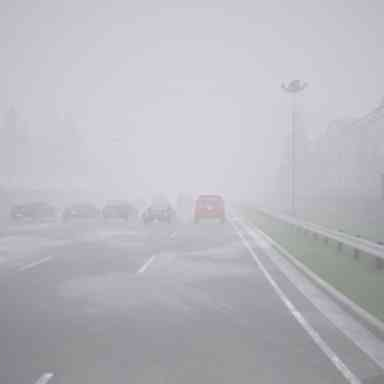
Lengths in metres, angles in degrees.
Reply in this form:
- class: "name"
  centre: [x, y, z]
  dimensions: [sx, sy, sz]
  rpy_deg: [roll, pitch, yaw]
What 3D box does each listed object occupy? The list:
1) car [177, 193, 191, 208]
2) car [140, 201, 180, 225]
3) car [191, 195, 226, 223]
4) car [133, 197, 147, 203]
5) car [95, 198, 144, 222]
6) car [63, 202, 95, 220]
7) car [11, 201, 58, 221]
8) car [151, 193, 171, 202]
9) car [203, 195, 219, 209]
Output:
- class: "car"
  centre: [-0.940, 1.198, 47.103]
  dimensions: [2.150, 2.045, 5.566]
  rpy_deg: [0, 0, 3]
- class: "car"
  centre: [-2.218, 1.585, 24.130]
  dimensions: [1.895, 1.301, 4.718]
  rpy_deg: [0, 0, 3]
- class: "car"
  centre: [1.356, 1.210, 25.251]
  dimensions: [2.150, 2.045, 5.566]
  rpy_deg: [0, 0, 3]
- class: "car"
  centre: [-7.835, 1.455, 48.884]
  dimensions: [2.128, 1.511, 4.902]
  rpy_deg: [0, 0, 4]
- class: "car"
  centre: [-5.588, 1.467, 26.395]
  dimensions: [2.128, 1.511, 4.902]
  rpy_deg: [0, 0, 3]
- class: "car"
  centre: [-9.020, 1.534, 27.627]
  dimensions: [1.994, 1.385, 4.181]
  rpy_deg: [0, 0, 3]
- class: "car"
  centre: [-12.573, 1.467, 26.857]
  dimensions: [1.837, 1.490, 4.892]
  rpy_deg: [0, -1, 3]
- class: "car"
  centre: [-4.413, 1.192, 47.624]
  dimensions: [2.150, 2.045, 5.566]
  rpy_deg: [0, 0, 4]
- class: "car"
  centre: [2.554, 1.333, 45.295]
  dimensions: [2.097, 1.767, 4.553]
  rpy_deg: [0, 0, 3]
